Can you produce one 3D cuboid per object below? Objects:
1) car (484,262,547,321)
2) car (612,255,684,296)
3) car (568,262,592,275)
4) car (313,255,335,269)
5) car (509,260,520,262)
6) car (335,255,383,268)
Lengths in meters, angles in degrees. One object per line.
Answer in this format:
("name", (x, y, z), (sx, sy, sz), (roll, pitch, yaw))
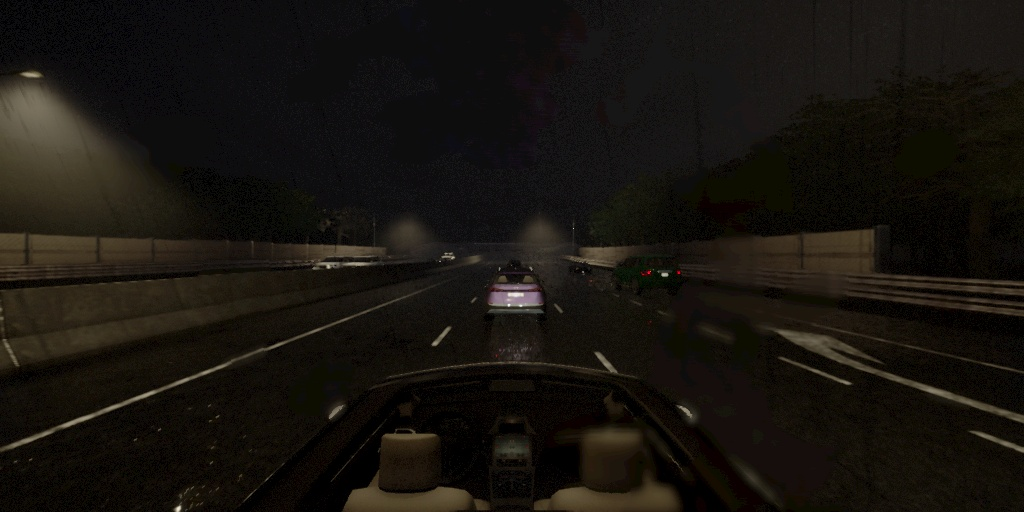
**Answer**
("car", (0.117, 1.178, 12.535), (2.033, 1.649, 4.856), (0, 0, 0))
("car", (7.138, 0.969, 19.388), (2.150, 2.045, 5.566), (0, 0, 0))
("car", (7.250, 1.340, 38.670), (1.895, 1.301, 4.718), (0, 0, 0))
("car", (-17.463, 0.963, 35.858), (2.150, 2.045, 5.566), (0, 0, 1))
("car", (0.289, 1.224, 43.367), (1.837, 1.490, 4.892), (0, 0, 1))
("car", (-13.980, 0.964, 33.831), (2.150, 2.045, 5.566), (0, 0, 0))
